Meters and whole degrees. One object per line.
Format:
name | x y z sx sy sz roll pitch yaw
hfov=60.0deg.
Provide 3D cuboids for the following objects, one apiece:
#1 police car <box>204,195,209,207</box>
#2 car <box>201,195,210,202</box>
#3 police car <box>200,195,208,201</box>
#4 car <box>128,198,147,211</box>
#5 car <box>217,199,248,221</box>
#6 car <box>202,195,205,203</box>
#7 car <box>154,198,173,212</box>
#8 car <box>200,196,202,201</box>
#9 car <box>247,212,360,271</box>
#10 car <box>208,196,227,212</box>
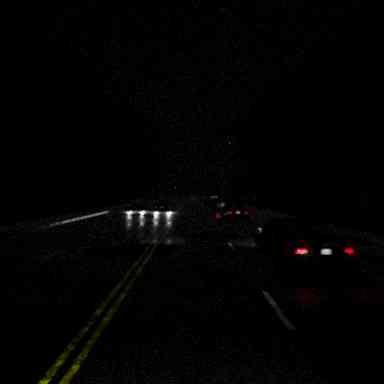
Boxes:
police car | 3.269 1.406 48.897 1.930 1.638 5.238 0 0 0
car | 3.281 1.470 81.789 2.033 1.649 4.856 0 0 0
police car | 3.285 1.579 92.791 2.038 1.542 4.974 0 0 0
car | -6.573 1.502 40.467 1.812 1.442 4.674 0 0 0
car | 3.358 1.526 26.508 2.033 1.411 5.357 0 0 1
car | 3.273 1.559 59.787 1.994 1.385 4.181 0 0 0
car | -3.326 1.481 39.179 1.837 1.490 4.892 0 0 0
car | 3.277 1.578 70.788 1.994 1.385 4.181 0 0 0
car | 3.354 1.537 10.821 2.033 1.411 5.357 0 0 0
car | 3.265 1.407 37.786 2.033 1.649 4.856 0 0 0
